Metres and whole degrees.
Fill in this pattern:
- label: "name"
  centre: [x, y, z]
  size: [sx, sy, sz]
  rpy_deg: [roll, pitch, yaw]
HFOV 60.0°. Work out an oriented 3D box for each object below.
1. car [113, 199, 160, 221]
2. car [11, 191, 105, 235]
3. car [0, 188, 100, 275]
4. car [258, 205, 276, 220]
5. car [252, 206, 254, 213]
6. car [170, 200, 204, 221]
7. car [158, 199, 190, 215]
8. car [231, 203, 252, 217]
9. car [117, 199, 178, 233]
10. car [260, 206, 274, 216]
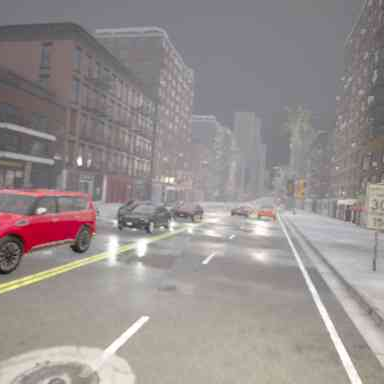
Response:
- label: "car"
  centre: [-4.292, 1.373, 26.672]
  size: [1.837, 1.490, 4.892]
  rpy_deg: [4, 0, 13]
- label: "car"
  centre: [-6.574, 0.968, 16.980]
  size: [2.097, 1.767, 4.553]
  rpy_deg: [4, 0, 13]
- label: "car"
  centre: [-4.911, 0.914, 9.882]
  size: [2.150, 2.045, 5.566]
  rpy_deg: [4, -1, 13]
- label: "car"
  centre: [9.278, 2.384, 41.033]
  size: [2.097, 1.767, 4.553]
  rpy_deg: [4, 0, 14]
- label: "car"
  centre: [8.517, 2.514, 51.857]
  size: [1.882, 1.535, 5.008]
  rpy_deg: [4, 0, 13]
- label: "car"
  centre: [-0.235, 1.688, 29.720]
  size: [1.882, 1.535, 5.008]
  rpy_deg: [4, 0, 14]
- label: "car"
  centre: [-1.864, 1.619, 36.807]
  size: [2.128, 1.511, 4.902]
  rpy_deg: [4, 0, 14]
- label: "car"
  centre: [5.997, 2.340, 41.201]
  size: [1.994, 1.385, 4.181]
  rpy_deg: [4, 0, 13]
- label: "car"
  centre: [-2.632, 1.426, 19.605]
  size: [1.882, 1.535, 5.008]
  rpy_deg: [4, 0, 14]
- label: "car"
  centre: [11.609, 2.878, 51.243]
  size: [1.895, 1.301, 4.718]
  rpy_deg: [4, 0, 14]
